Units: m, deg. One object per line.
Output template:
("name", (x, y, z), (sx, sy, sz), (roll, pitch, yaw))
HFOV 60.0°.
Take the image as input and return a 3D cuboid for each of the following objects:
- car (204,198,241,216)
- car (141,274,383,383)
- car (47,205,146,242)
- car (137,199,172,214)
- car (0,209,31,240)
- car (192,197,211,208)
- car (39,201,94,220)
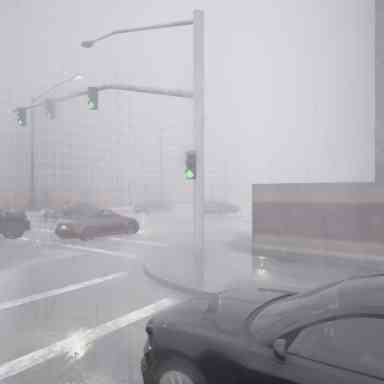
("car", (2.852, 1.548, 32.981), (2.033, 1.411, 5.357), (0, 0, 36))
("car", (1.741, 1.478, 2.764), (5.008, 1.535, 1.882), (0, 0, 37))
("car", (-4.619, 1.564, 16.648), (1.994, 1.385, 4.181), (0, 0, 35))
("car", (-4.172, 1.505, 35.566), (1.837, 1.490, 4.892), (0, 0, 36))
("car", (-10.202, 1.221, 14.785), (2.150, 2.045, 5.566), (0, 0, 35))
("car", (1.997, 1.478, 44.022), (1.882, 1.535, 5.008), (0, 0, 36))
("car", (-10.099, 1.492, 27.428), (2.128, 1.511, 4.902), (0, 0, 34))
